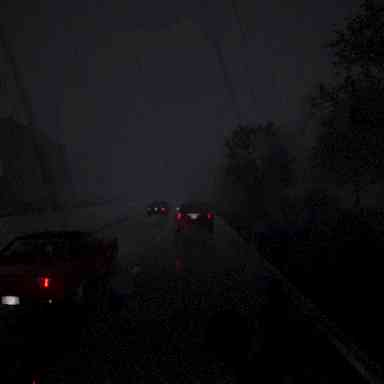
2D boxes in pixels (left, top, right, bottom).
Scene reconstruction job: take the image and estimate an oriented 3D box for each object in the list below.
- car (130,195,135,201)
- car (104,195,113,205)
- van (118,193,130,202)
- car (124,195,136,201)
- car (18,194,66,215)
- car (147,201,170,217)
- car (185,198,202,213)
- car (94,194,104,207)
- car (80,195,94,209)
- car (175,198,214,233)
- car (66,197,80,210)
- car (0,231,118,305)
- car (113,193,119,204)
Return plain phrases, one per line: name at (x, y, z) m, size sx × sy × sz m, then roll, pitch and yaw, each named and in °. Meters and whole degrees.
car at (-15.487, 1.457, 78.161) m, size 2.163 × 1.488 × 4.792 m, roll 0°, pitch 0°, yaw 0°
car at (-15.453, 1.306, 55.997) m, size 2.185 × 1.767 × 4.553 m, roll 0°, pitch 0°, yaw 0°
van at (-15.477, 1.203, 72.549) m, size 1.878 × 1.987 × 4.442 m, roll 0°, pitch 0°, yaw 0°
car at (-15.512, 1.466, 83.657) m, size 2.002 × 1.452 × 4.674 m, roll -2°, pitch 0°, yaw 0°
car at (-15.422, 1.186, 33.962) m, size 2.435 × 2.045 × 5.566 m, roll 0°, pitch 0°, yaw 0°
car at (-3.117, 1.534, 31.307) m, size 2.033 × 1.411 × 5.357 m, roll 0°, pitch 0°, yaw 0°
car at (0.139, 1.488, 37.691) m, size 1.837 × 1.490 × 4.892 m, roll 0°, pitch 0°, yaw 0°
car at (-15.446, 1.308, 50.471) m, size 2.185 × 1.767 × 4.553 m, roll 0°, pitch 0°, yaw 0°
car at (-15.439, 1.436, 44.921) m, size 2.231 × 1.521 × 4.892 m, roll 0°, pitch 0°, yaw 0°
car at (0.120, 1.343, 19.719) m, size 2.097 × 1.767 × 4.553 m, roll 0°, pitch 0°, yaw 0°
car at (-15.431, 1.436, 39.395) m, size 2.097 × 1.535 × 5.008 m, roll 0°, pitch 0°, yaw 0°
car at (-3.142, 1.597, 8.017) m, size 1.895 × 1.301 × 4.718 m, roll 0°, pitch 0°, yaw 0°
car at (-15.462, 1.471, 61.618) m, size 2.002 × 1.452 × 4.674 m, roll 0°, pitch 0°, yaw 0°
